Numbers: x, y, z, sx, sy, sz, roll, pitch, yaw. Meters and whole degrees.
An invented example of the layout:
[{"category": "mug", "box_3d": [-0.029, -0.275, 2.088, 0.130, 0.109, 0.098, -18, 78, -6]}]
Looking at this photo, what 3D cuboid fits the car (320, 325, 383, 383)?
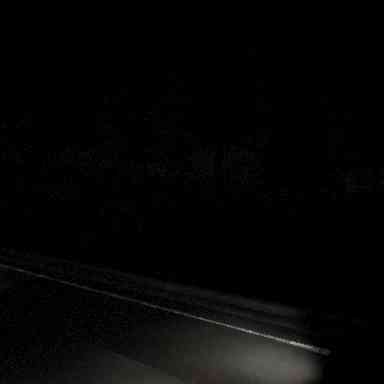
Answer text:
[{"category": "car", "box_3d": [3.223, 1.506, 1.680, 4.892, 1.490, 1.837, 1, 0, 36]}]
